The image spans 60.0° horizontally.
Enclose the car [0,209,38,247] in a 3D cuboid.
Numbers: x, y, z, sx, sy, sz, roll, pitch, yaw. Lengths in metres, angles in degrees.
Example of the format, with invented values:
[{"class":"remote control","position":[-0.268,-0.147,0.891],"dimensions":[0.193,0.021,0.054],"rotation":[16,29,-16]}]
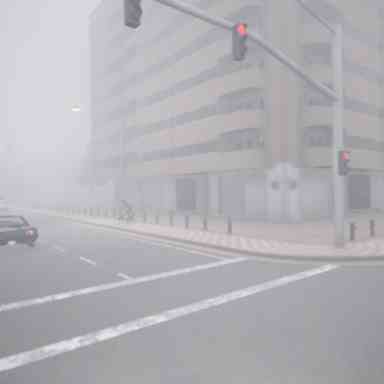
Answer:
[{"class":"car","position":[-8.262,1.662,14.486],"dimensions":[1.895,1.301,4.718],"rotation":[-1,1,-38]}]

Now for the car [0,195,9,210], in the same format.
[{"class":"car","position":[-23.016,1.353,38.987],"dimensions":[2.150,2.045,5.566],"rotation":[-1,1,-38]}]

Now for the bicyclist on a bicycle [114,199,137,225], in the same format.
[{"class":"bicyclist on a bicycle","position":[-4.216,1.246,21.069],"dimensions":[1.656,1.620,0.582],"rotation":[-2,1,-38]}]
